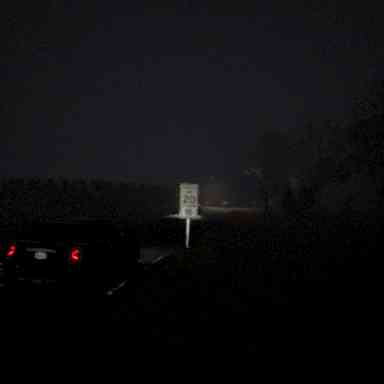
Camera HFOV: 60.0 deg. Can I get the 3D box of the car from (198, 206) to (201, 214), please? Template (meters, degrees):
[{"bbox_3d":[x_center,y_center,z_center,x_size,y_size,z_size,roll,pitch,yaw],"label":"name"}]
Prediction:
[{"bbox_3d":[0.103,2.500,48.109,1.895,1.301,4.718,2,-1,9],"label":"car"}]

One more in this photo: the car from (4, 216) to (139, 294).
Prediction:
[{"bbox_3d":[-3.079,1.505,9.606,2.097,1.767,4.553,2,-1,9],"label":"car"}]

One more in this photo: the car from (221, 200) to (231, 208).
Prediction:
[{"bbox_3d":[8.878,3.135,86.683,2.150,2.045,5.566,2,-1,9],"label":"car"}]
